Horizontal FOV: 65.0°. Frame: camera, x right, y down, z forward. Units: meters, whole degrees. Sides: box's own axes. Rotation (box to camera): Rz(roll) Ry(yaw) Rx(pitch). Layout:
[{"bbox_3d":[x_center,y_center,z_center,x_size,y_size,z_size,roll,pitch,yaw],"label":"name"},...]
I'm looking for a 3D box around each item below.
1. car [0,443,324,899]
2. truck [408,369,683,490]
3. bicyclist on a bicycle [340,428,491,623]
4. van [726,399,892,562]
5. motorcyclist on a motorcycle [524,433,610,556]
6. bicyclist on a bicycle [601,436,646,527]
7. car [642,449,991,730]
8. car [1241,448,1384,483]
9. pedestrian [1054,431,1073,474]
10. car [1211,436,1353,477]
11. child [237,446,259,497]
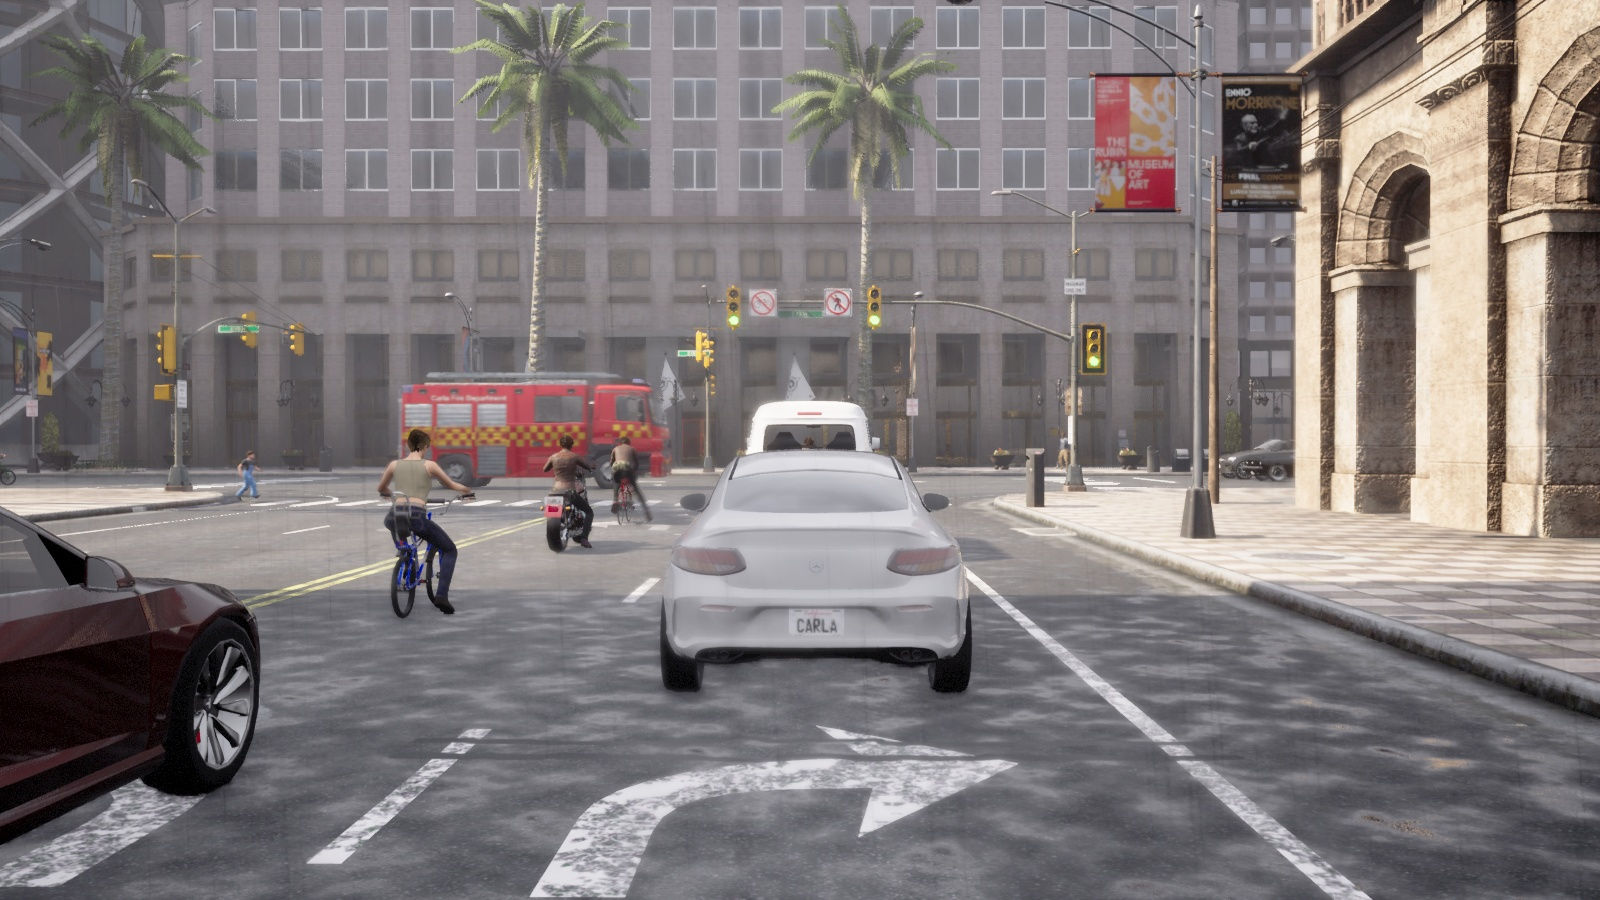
[{"bbox_3d":[-3.449,0.722,3.799,2.163,1.488,4.792,0,0,1],"label":"car"},{"bbox_3d":[-8.242,-0.658,41.408,8.468,3.827,2.891,0,0,1],"label":"truck"},{"bbox_3d":[-3.366,0.617,11.144,0.866,1.612,1.509,0,0,0],"label":"bicyclist on a bicycle"},{"bbox_3d":[0.170,0.369,17.908,2.069,2.038,4.480,0,0,1],"label":"van"},{"bbox_3d":[-3.299,0.593,17.981,0.766,1.649,2.350,0,0,1],"label":"motorcyclist on a motorcycle"},{"bbox_3d":[-3.256,0.565,23.313,0.582,1.620,1.656,0,0,1],"label":"bicyclist on a bicycle"},{"bbox_3d":[0.104,0.722,8.867,1.812,1.442,4.674,0,0,0],"label":"car"},{"bbox_3d":[19.545,0.591,48.045,4.718,1.301,1.895,0,0,1],"label":"car"},{"bbox_3d":[12.044,0.089,57.329,0.788,1.949,0.423,0,0,-35],"label":"pedestrian"},{"bbox_3d":[19.711,0.250,51.521,5.027,1.651,2.152,0,0,1],"label":"car"},{"bbox_3d":[-13.815,0.543,31.431,0.437,1.263,0.270,0,0,0],"label":"child"}]
